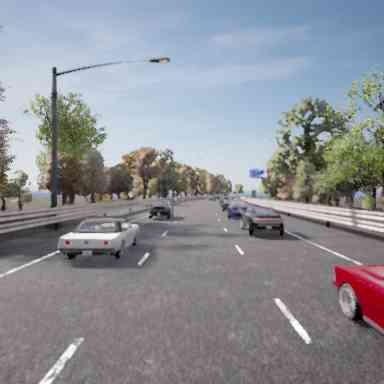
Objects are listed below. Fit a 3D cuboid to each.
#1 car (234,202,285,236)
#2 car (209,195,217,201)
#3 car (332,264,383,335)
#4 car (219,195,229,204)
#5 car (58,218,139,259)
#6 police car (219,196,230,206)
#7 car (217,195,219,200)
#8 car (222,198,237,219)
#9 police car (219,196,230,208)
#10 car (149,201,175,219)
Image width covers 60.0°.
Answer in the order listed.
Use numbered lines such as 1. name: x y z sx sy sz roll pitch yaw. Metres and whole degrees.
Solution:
1. car: 3.883 1.562 18.917 2.128 1.511 4.902 0 0 1
2. car: 5.647 1.796 93.004 2.033 1.411 5.357 0 0 7
3. car: 3.636 1.618 4.366 1.895 1.301 4.718 0 0 0
4. car: 7.103 1.661 73.575 2.097 1.767 4.553 0 0 6
5. car: -3.269 1.644 12.731 1.895 1.301 4.718 0 0 1
6. police car: 6.144 1.680 62.881 1.930 1.638 5.238 0 0 5
7. car: 5.316 1.632 51.925 2.033 1.649 4.856 0 0 4
8. car: 4.133 1.618 30.232 2.163 1.488 4.792 0 0 2
9. police car: 4.654 1.581 41.177 1.930 1.638 5.238 0 0 3
10. car: -2.735 1.616 30.609 1.837 1.490 4.892 0 0 2
